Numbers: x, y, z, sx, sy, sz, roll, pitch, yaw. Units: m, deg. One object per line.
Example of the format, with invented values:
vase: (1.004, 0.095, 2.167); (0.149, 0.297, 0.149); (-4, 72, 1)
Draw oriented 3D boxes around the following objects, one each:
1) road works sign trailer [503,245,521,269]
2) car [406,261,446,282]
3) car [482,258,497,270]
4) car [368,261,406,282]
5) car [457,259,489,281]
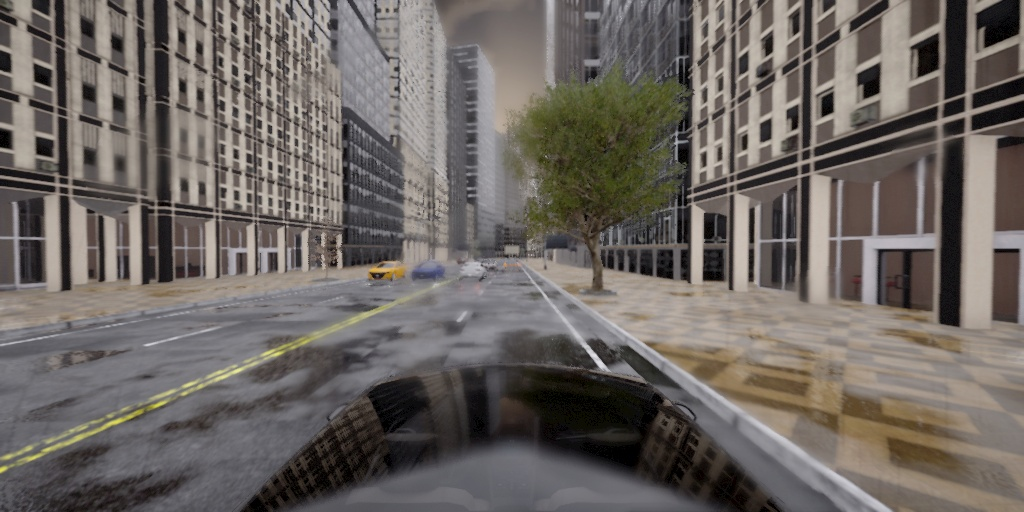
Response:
road works sign trailer: (0.017, 0.101, 54.722); (2.380, 3.560, 2.880); (0, 0, 1)
car: (-6.590, 1.169, 28.718); (1.882, 1.535, 5.008); (0, 0, 0)
car: (-3.140, 1.246, 50.652); (1.895, 1.301, 4.718); (0, 0, 0)
car: (-9.840, 1.169, 28.714); (1.882, 1.535, 5.008); (0, 0, 0)
car: (-3.144, 1.215, 29.339); (1.812, 1.442, 4.674); (0, 0, 0)
